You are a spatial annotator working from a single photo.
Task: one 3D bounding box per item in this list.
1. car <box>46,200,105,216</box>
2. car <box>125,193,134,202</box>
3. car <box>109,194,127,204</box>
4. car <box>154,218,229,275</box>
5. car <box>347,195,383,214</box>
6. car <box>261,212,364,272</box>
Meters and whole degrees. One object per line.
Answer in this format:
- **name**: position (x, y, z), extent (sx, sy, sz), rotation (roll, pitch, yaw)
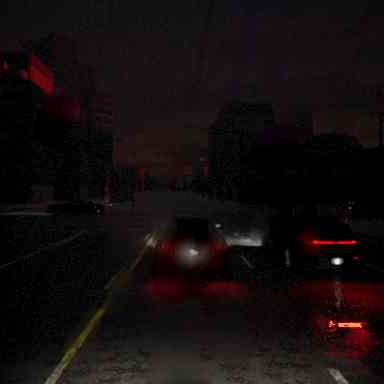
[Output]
- **car**: position (-10.187, 1.352, 29.036), extent (4.718, 1.301, 1.895), rotation (0, 0, 14)
- **car**: position (-14.013, 1.204, 73.413), extent (2.150, 2.045, 5.566), rotation (0, -1, -4)
- **car**: position (-13.094, 1.379, 57.961), extent (1.895, 1.301, 4.718), rotation (0, -1, -3)
- **car**: position (-0.025, 1.465, 10.175), extent (1.994, 1.385, 4.181), rotation (0, 0, -1)
- **car**: position (15.451, 1.015, 27.620), extent (4.892, 1.490, 1.837), rotation (-1, 1, -4)
- **car**: position (3.470, 1.403, 10.417), extent (1.837, 1.490, 4.892), rotation (0, 0, -1)
